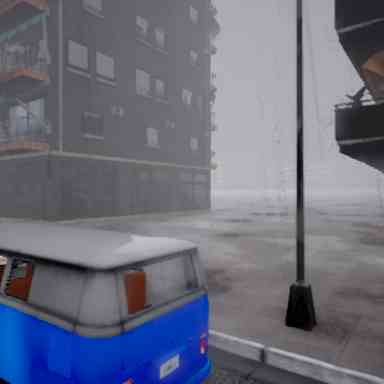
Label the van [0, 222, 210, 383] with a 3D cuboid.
[{"bbox_3d":[-1.709,1.342,4.095,3.998,1.788,1.690,0,0,35],"label":"van"}]
